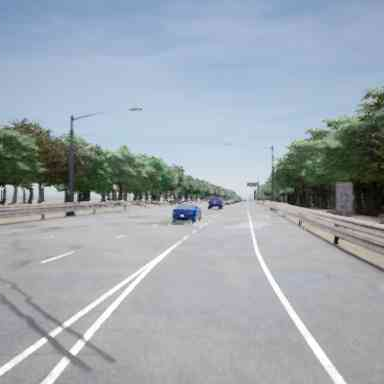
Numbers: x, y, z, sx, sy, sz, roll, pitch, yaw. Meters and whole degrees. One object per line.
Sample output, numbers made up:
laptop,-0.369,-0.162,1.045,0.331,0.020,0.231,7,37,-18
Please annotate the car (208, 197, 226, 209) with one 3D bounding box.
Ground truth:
car,4.037,1.842,55.890,2.150,2.045,5.566,0,-1,9

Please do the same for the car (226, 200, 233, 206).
car,9.049,2.866,86.617,1.895,1.301,4.718,0,-1,9

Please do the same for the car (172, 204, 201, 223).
car,-0.375,1.729,28.303,1.882,1.535,5.008,0,-1,9
